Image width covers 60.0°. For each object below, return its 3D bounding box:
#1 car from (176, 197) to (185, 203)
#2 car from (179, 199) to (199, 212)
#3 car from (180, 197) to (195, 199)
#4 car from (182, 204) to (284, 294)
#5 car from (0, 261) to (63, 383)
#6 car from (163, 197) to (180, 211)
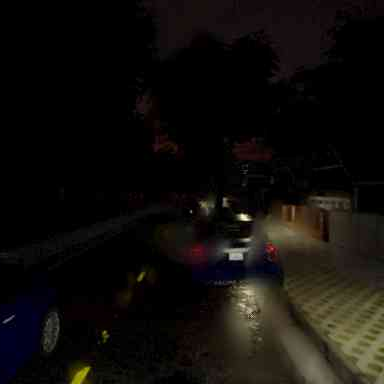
[{"bbox_3d":[-2.822,2.023,81.853,2.033,1.411,5.357,0,0,0],"label":"car"},{"bbox_3d":[-0.034,1.729,35.191,1.837,1.490,4.892,0,-1,1],"label":"car"},{"bbox_3d":[-0.177,1.647,46.376,2.097,1.767,4.553,0,0,2],"label":"car"},{"bbox_3d":[0.921,1.373,9.077,2.097,1.767,4.553,-2,0,0],"label":"car"},{"bbox_3d":[-2.838,1.545,3.324,1.812,1.442,4.674,0,0,0],"label":"car"},{"bbox_3d":[-2.881,1.822,46.519,1.812,1.442,4.674,0,0,0],"label":"car"}]
